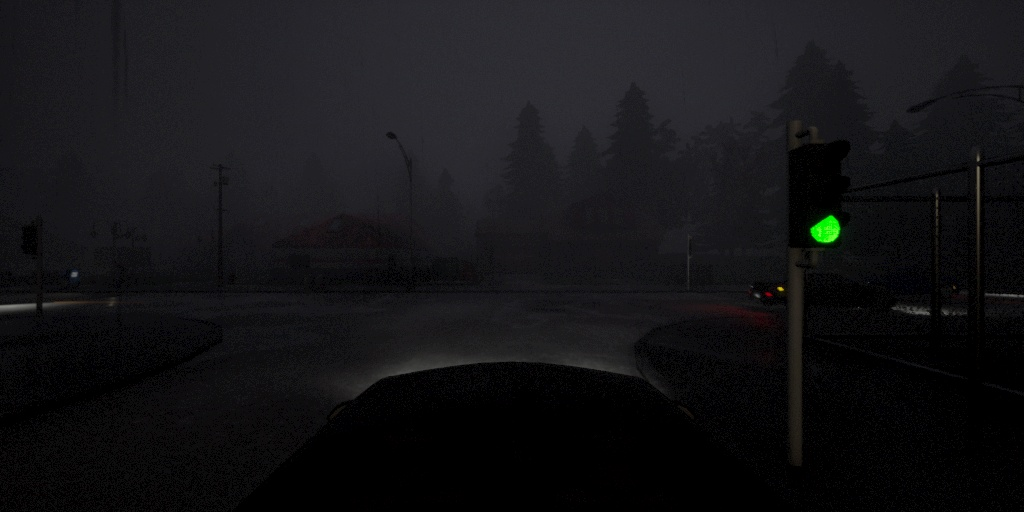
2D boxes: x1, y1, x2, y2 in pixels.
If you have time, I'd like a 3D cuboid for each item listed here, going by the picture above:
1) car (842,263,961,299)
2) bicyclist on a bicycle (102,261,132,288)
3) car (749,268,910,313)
[{"bbox_3d":[18.736,1.237,17.582,5.008,1.535,1.882,0,0,0],"label":"car"},{"bbox_3d":[-23.968,1.110,21.789,0.582,1.620,1.656,0,0,0],"label":"bicyclist on a bicycle"},{"bbox_3d":[11.459,1.283,13.397,4.674,1.442,1.812,0,0,0],"label":"car"}]
